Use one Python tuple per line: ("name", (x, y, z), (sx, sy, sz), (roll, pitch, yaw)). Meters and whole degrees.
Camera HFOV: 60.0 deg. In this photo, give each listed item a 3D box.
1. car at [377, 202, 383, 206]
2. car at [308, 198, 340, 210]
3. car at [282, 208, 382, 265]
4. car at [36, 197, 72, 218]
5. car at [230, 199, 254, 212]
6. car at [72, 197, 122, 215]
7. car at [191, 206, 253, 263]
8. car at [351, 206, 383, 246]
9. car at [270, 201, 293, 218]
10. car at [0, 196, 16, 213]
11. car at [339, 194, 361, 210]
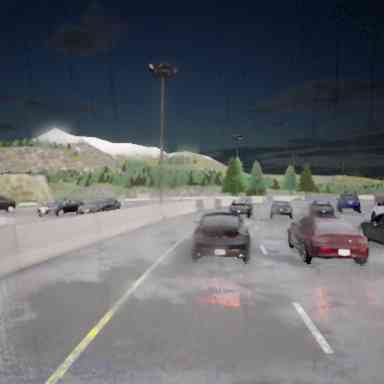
("car", (13.114, 1.286, 20.674), (2.150, 2.045, 5.566), (1, 0, 11))
("car", (12.001, 1.494, 31.038), (2.128, 1.511, 4.902), (1, 0, 15))
("car", (4.571, 1.527, 11.672), (1.812, 1.442, 4.674), (1, 0, 7))
("car", (-10.702, 1.185, 27.446), (2.128, 1.511, 4.902), (1, 0, 12))
("car", (4.451, 1.409, 29.804), (2.128, 1.511, 4.902), (1, 0, 14))
("car", (-7.279, 1.207, 26.713), (1.837, 1.490, 4.892), (1, 0, 12))
("car", (1.084, 1.463, 11.925), (1.837, 1.490, 4.892), (1, 0, 7))
("car", (8.318, 1.544, 13.372), (1.837, 1.490, 4.892), (0, 0, 8))
("car", (7.954, 1.508, 29.619), (2.033, 1.411, 5.357), (1, 0, 15))
("car", (-17.545, 1.073, 28.912), (1.837, 1.490, 4.892), (1, 0, 12))
("car", (17.985, 1.264, 38.386), (2.150, 2.045, 5.566), (1, 0, 19))
